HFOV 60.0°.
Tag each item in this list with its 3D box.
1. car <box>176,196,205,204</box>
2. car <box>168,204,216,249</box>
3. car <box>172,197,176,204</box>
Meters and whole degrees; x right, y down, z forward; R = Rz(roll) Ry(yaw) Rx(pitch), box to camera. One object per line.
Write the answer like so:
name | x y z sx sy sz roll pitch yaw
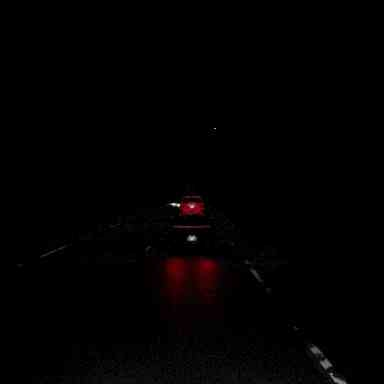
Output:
car | 0.000 1.337 29.693 2.150 2.045 5.566 0 0 0
car | 0.000 1.511 14.656 2.128 1.511 4.902 0 0 0
car | -3.499 1.896 76.756 2.128 1.511 4.902 0 0 0
